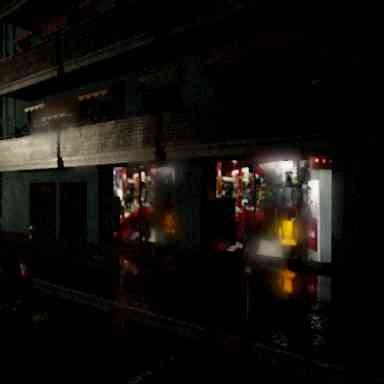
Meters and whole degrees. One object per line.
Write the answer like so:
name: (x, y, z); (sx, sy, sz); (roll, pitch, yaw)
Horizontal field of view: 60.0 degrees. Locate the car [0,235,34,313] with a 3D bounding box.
car: (-4.898, 1.425, 6.395); (4.097, 1.590, 1.967); (0, 0, 36)
